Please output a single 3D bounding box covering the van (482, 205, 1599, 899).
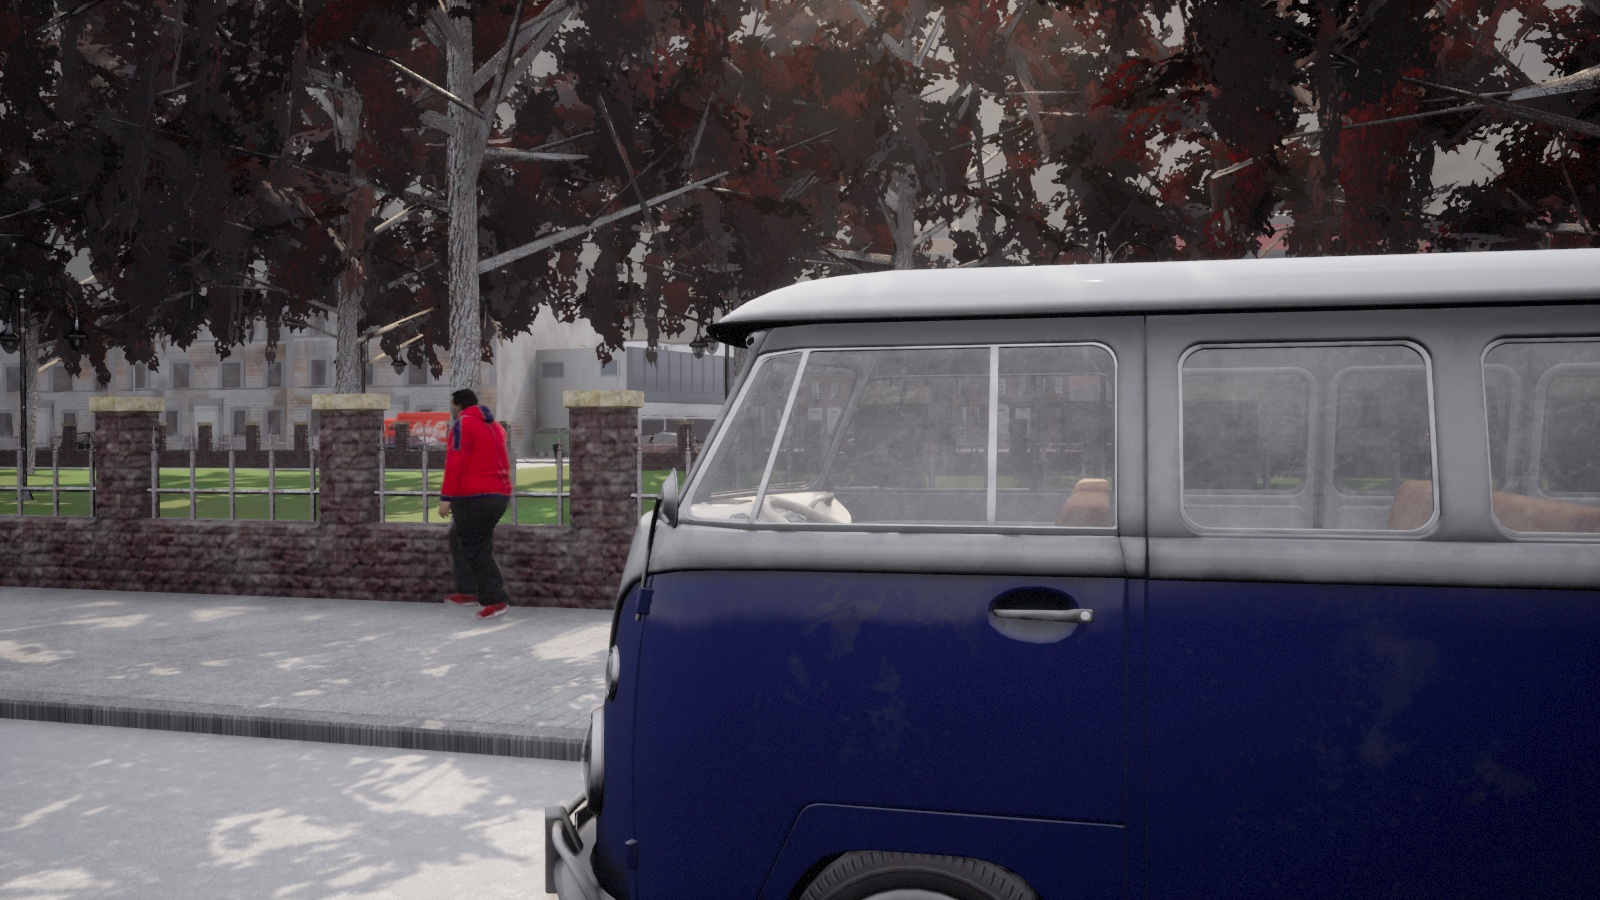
[{"bbox_3d":[1.651,0.535,3.162,4.442,1.987,1.775,0,1,14],"label":"van"}]

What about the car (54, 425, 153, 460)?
[{"bbox_3d":[-33.295,-0.362,60.086,3.988,1.617,1.851,0,1,16],"label":"car"}]

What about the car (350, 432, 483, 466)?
[{"bbox_3d":[-16.925,-0.077,55.460,5.357,1.411,2.033,0,1,16],"label":"car"}]

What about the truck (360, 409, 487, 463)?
[{"bbox_3d":[-17.941,-0.687,59.897,5.204,2.467,2.627,0,1,16],"label":"truck"}]

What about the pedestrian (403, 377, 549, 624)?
[{"bbox_3d":[-2.520,0.370,9.807,0.899,1.844,0.634,1,1,20],"label":"pedestrian"}]

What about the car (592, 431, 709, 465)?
[{"bbox_3d":[-6.718,-0.107,56.720,4.792,1.488,2.163,0,1,16],"label":"car"}]
